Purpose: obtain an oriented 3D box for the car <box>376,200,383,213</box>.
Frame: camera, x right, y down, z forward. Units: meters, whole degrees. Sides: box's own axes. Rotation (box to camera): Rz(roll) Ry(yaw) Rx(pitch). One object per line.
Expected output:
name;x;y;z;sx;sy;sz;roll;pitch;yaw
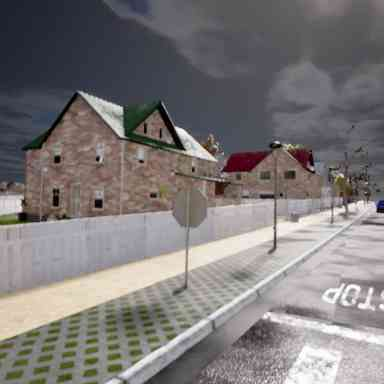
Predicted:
car;23.142;1.646;39.774;1.882;1.535;5.008;0;0;30
